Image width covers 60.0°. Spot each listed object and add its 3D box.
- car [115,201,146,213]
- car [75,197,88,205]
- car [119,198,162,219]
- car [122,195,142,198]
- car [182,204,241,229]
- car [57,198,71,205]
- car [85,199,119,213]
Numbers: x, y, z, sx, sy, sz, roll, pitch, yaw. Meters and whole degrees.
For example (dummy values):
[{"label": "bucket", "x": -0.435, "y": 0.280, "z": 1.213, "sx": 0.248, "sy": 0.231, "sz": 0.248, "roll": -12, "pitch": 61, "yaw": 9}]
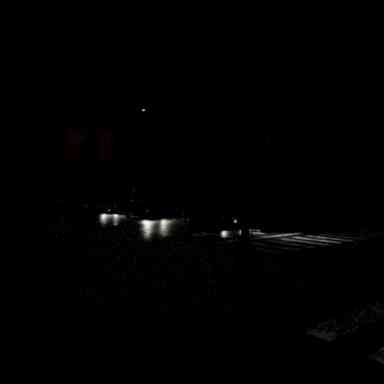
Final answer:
[{"label": "car", "x": -7.557, "y": 1.748, "z": 40.705, "sx": 1.895, "sy": 1.301, "sz": 4.718, "roll": 0, "pitch": 0, "yaw": -36}, {"label": "car", "x": -21.818, "y": 1.761, "z": 66.155, "sx": 1.837, "sy": 1.490, "sz": 4.892, "roll": 0, "pitch": 0, "yaw": -36}, {"label": "car", "x": -4.575, "y": 1.579, "z": 30.631, "sx": 1.882, "sy": 1.535, "sz": 5.008, "roll": 0, "pitch": 0, "yaw": -35}, {"label": "car", "x": -9.032, "y": 1.398, "z": 48.335, "sx": 2.150, "sy": 2.045, "sz": 5.566, "roll": 0, "pitch": -1, "yaw": -36}, {"label": "car", "x": 1.245, "y": 1.554, "z": 22.519, "sx": 2.128, "sy": 1.511, "sz": 4.902, "roll": 0, "pitch": 0, "yaw": -36}, {"label": "car", "x": -25.088, "y": 1.820, "z": 65.136, "sx": 1.994, "sy": 1.385, "sz": 4.181, "roll": 0, "pitch": 0, "yaw": -36}, {"label": "car", "x": -10.475, "y": 1.742, "z": 38.867, "sx": 1.895, "sy": 1.301, "sz": 4.718, "roll": 0, "pitch": 0, "yaw": -36}]
